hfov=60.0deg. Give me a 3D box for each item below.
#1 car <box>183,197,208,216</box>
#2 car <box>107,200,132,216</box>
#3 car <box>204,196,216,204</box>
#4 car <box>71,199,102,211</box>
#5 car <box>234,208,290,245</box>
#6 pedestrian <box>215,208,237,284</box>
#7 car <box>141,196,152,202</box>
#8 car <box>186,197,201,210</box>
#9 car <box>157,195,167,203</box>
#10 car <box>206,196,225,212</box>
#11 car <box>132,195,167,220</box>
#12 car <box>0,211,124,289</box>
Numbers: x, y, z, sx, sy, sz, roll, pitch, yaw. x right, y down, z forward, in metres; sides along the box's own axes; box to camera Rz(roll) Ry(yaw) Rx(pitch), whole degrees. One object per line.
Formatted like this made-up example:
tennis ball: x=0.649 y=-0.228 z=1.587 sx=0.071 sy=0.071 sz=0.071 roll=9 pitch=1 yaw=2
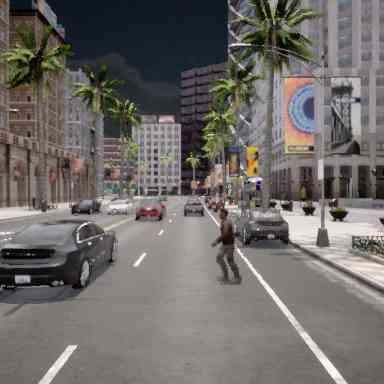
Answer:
car: x=0.186 y=1.491 z=32.691 sx=2.128 sy=1.511 sz=4.902 roll=0 pitch=0 yaw=0
car: x=-7.014 y=1.525 z=32.754 sx=1.812 sy=1.442 sz=4.674 roll=0 pitch=0 yaw=0
car: x=3.578 y=1.513 z=66.809 sx=2.161 sy=1.482 sz=4.786 roll=0 pitch=0 yaw=0
car: x=-10.512 y=1.477 z=33.321 sx=1.882 sy=1.535 sz=5.008 roll=0 pitch=0 yaw=0
car: x=3.128 y=1.481 z=15.505 sx=2.231 sy=1.521 sz=4.892 roll=0 pitch=0 yaw=0
pedestrian: x=0.836 y=1.294 z=8.194 sx=0.375 sy=1.860 sz=0.375 roll=0 pitch=0 yaw=0
car: x=-10.023 y=1.588 z=73.640 sx=1.895 sy=1.301 sz=4.718 roll=0 pitch=0 yaw=1
car: x=0.221 y=1.505 z=44.504 sx=1.837 sy=1.490 sz=4.892 roll=0 pitch=0 yaw=0
car: x=-6.528 y=1.493 z=73.207 sx=1.837 sy=1.490 sz=4.892 roll=0 pitch=0 yaw=1
car: x=3.214 y=1.354 z=44.880 sx=2.185 sy=1.767 sz=4.553 roll=0 pitch=0 yaw=0
car: x=-3.328 y=1.352 z=27.767 sx=2.097 sy=1.767 sz=4.553 roll=0 pitch=0 yaw=0
car: x=-3.382 y=1.505 z=9.111 sx=1.837 sy=1.490 sz=4.892 roll=0 pitch=0 yaw=0
